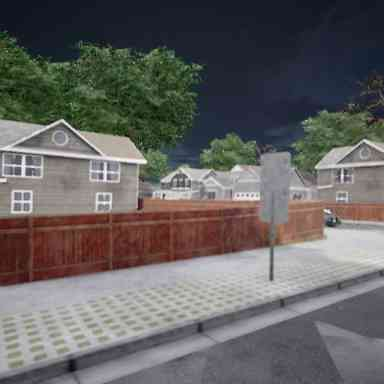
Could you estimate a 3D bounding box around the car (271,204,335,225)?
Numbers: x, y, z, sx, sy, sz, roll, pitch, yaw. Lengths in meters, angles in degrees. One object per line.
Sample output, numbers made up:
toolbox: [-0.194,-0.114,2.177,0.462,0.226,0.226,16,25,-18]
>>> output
car: [8.765,1.755,26.629,1.812,1.442,4.674,2,-2,-36]

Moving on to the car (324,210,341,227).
car: [7.846,1.661,22.632,1.994,1.385,4.181,2,-2,-36]
